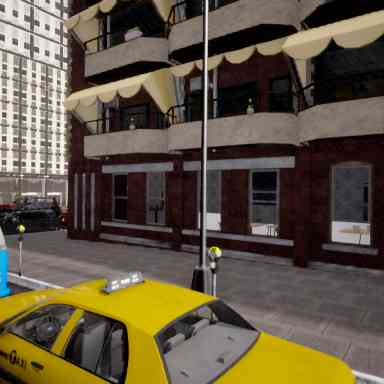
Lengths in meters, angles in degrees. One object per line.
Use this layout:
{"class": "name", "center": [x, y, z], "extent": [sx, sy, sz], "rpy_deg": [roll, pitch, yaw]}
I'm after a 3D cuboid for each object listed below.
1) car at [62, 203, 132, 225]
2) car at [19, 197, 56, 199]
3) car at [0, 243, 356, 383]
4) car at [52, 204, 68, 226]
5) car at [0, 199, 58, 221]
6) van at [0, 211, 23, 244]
{"class": "car", "center": [-7.506, 1.666, 26.872], "extent": [2.033, 1.411, 5.357], "rpy_deg": [1, 0, 36]}
{"class": "car", "center": [-13.757, 1.339, 28.117], "extent": [2.192, 1.841, 5.009], "rpy_deg": [1, 0, 36]}
{"class": "car", "center": [-0.902, 1.525, 3.508], "extent": [4.829, 1.417, 1.752], "rpy_deg": [0, 1, 36]}
{"class": "car", "center": [-6.970, 1.685, 23.207], "extent": [1.887, 1.381, 4.507], "rpy_deg": [1, 0, 36]}
{"class": "car", "center": [-12.478, 1.544, 25.451], "extent": [2.128, 1.511, 4.902], "rpy_deg": [1, 0, 36]}
{"class": "van", "center": [-5.324, 1.339, 6.662], "extent": [3.998, 1.788, 1.690], "rpy_deg": [0, 1, 36]}
